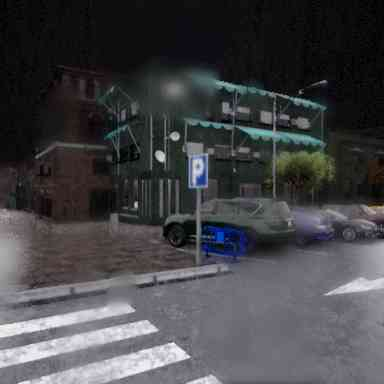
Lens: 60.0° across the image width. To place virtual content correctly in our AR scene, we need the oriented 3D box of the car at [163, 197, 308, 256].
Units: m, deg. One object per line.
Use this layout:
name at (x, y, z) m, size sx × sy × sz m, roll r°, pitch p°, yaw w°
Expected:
car at (1.343, 1.246, 13.377) m, size 5.566 × 2.045 × 2.435 m, roll -1°, pitch -1°, yaw 38°

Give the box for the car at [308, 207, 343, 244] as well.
car at (3.890, 1.547, 14.914) m, size 4.674 × 1.452 × 2.002 m, roll -1°, pitch -1°, yaw 38°

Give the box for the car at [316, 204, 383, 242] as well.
car at (6.405, 1.517, 16.470) m, size 4.892 × 1.521 × 2.231 m, roll -1°, pitch -1°, yaw 38°

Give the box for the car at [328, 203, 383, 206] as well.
car at (8.904, 1.400, 18.041) m, size 4.553 × 1.767 × 2.185 m, roll -1°, pitch -1°, yaw 38°
